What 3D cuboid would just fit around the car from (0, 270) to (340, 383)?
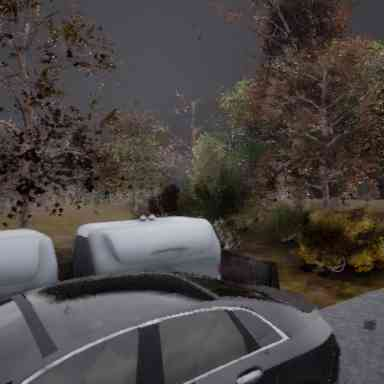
[{"bbox_3d":[-0.854,1.506,2.463,4.892,1.490,1.837,0,0,-35],"label":"car"}]
